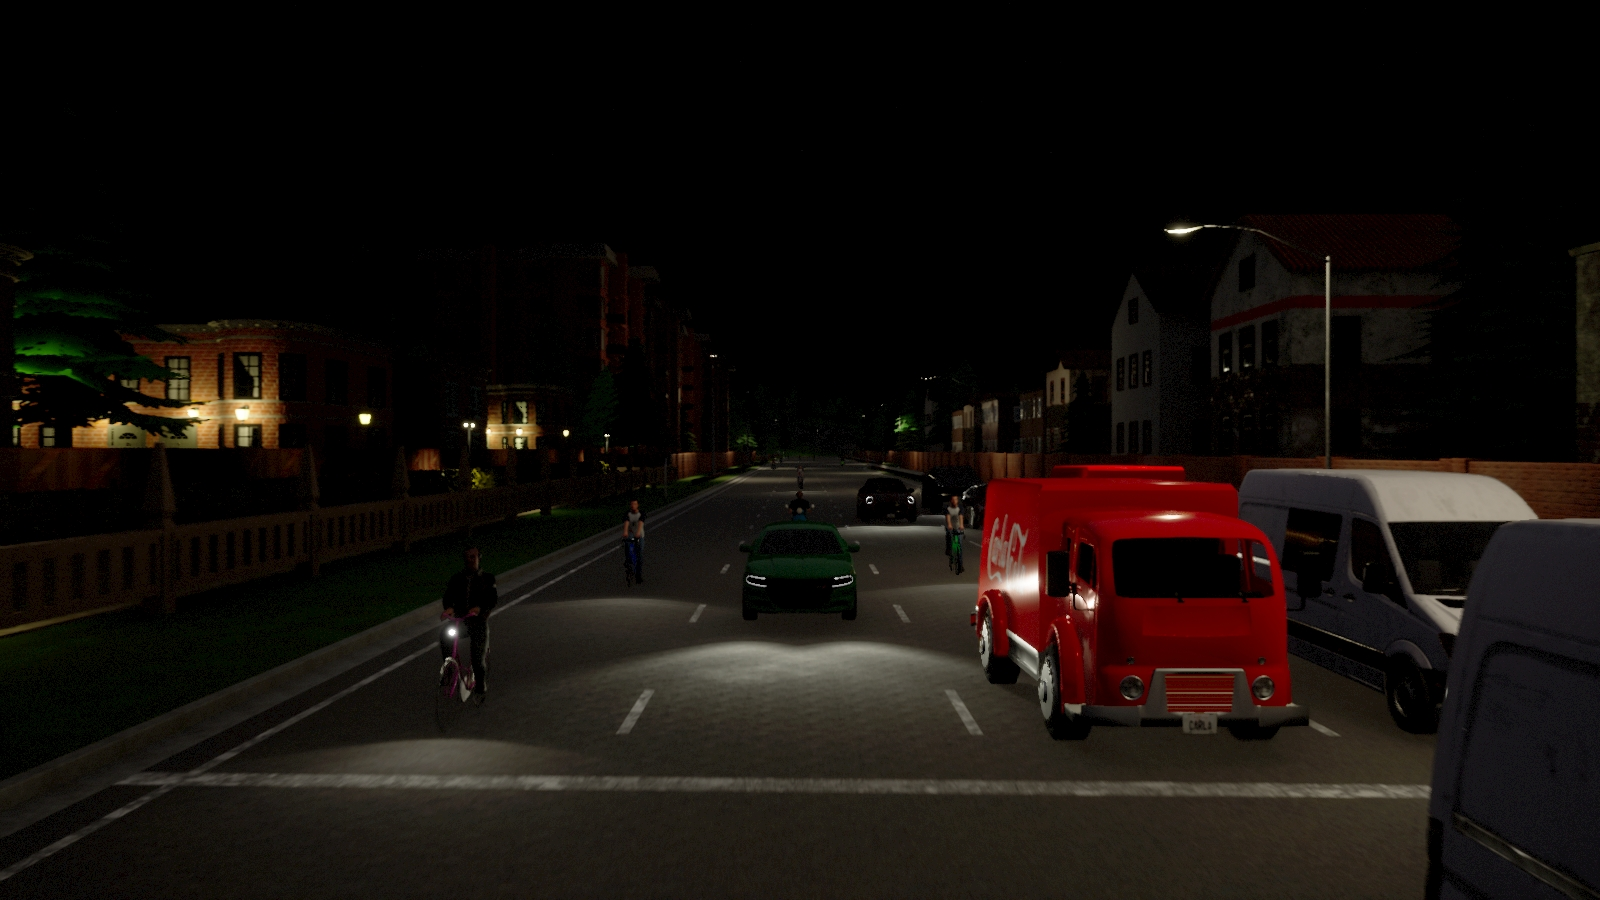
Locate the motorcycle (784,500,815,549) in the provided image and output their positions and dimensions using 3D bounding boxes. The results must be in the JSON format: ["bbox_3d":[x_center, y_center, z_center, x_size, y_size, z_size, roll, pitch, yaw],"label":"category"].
[{"bbox_3d":[-0.012,2.143,33.186,0.856,1.316,1.805,0,0,0],"label":"motorcycle"}]

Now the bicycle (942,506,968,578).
[{"bbox_3d":[3.517,2.057,25.961,0.373,1.496,1.643,0,0,0],"label":"bicycle"}]

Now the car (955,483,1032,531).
[{"bbox_3d":[6.982,2.041,41.674,2.007,1.525,4.514,0,0,0],"label":"car"}]

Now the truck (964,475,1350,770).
[{"bbox_3d":[3.494,1.568,12.595,2.627,2.467,5.204,0,0,0],"label":"truck"}]

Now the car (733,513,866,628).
[{"bbox_3d":[-0.007,2.035,20.468,2.097,1.535,5.006,0,0,0],"label":"car"}]

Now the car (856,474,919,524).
[{"bbox_3d":[3.427,1.907,45.551,2.097,1.767,4.553,0,0,-1],"label":"car"}]

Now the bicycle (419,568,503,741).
[{"bbox_3d":[-3.497,2.061,11.900,0.329,1.471,1.835,0,0,0],"label":"bicycle"}]

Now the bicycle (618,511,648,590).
[{"bbox_3d":[-3.455,2.056,23.701,0.373,1.496,1.643,0,0,0],"label":"bicycle"}]

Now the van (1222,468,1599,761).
[{"bbox_3d":[6.998,1.535,13.301,1.988,2.561,5.915,0,0,0],"label":"van"}]

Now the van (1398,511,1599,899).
[{"bbox_3d":[3.502,1.534,1.834,1.988,2.561,5.915,0,0,0],"label":"van"}]
